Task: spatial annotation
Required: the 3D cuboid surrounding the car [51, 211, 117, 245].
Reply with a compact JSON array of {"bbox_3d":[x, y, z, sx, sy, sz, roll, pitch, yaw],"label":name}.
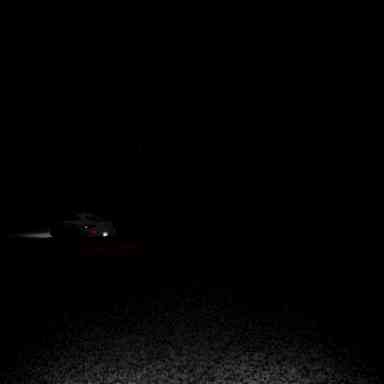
[{"bbox_3d":[-5.447,1.696,16.694,1.812,1.442,4.674,1,-1,-42],"label":"car"}]
